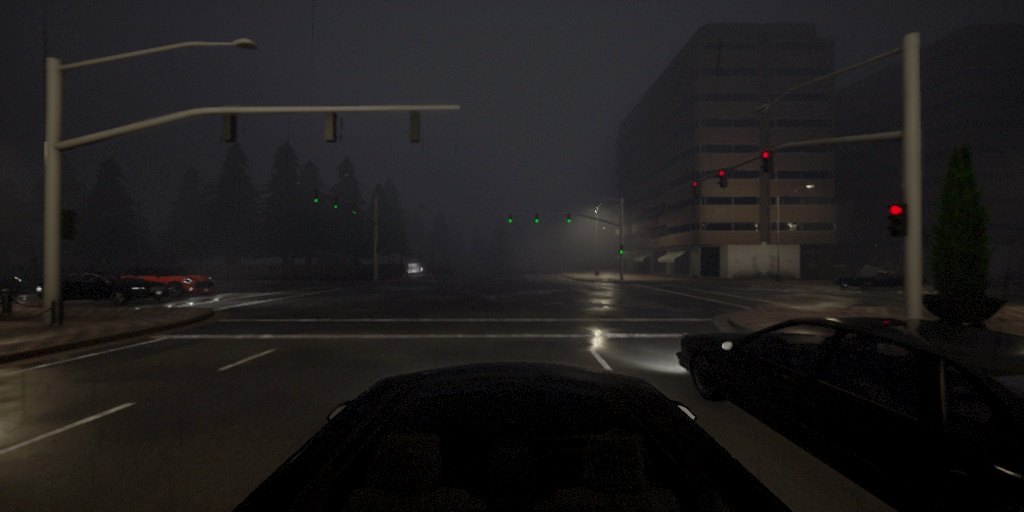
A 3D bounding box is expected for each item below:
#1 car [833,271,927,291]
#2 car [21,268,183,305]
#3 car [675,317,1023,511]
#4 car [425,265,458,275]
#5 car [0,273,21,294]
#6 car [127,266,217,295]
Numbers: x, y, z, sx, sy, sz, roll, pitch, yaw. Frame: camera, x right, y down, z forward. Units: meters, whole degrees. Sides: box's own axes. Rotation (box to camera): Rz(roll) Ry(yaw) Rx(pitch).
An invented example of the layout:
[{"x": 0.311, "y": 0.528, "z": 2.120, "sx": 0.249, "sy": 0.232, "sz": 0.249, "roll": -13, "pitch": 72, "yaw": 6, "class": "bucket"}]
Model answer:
[{"x": 24.760, "y": 1.656, "z": 24.282, "sx": 4.718, "sy": 1.301, "sz": 1.895, "roll": 0, "pitch": -1, "yaw": 0, "class": "car"}, {"x": -19.035, "y": 1.463, "z": 16.841, "sx": 4.902, "sy": 1.511, "sz": 2.128, "roll": 0, "pitch": -1, "yaw": 0, "class": "car"}, {"x": 3.602, "y": 1.317, "z": 3.436, "sx": 2.033, "sy": 1.411, "sz": 5.357, "roll": 0, "pitch": -1, "yaw": 0, "class": "car"}, {"x": -9.315, "y": 1.820, "z": 47.471, "sx": 1.895, "sy": 1.301, "sz": 4.718, "roll": 4, "pitch": 0, "yaw": 29, "class": "car"}, {"x": -30.900, "y": 1.362, "z": 20.279, "sx": 4.553, "sy": 1.767, "sz": 2.097, "roll": 0, "pitch": -1, "yaw": 0, "class": "car"}, {"x": -19.574, "y": 1.362, "z": 20.340, "sx": 4.553, "sy": 1.767, "sz": 2.097, "roll": 0, "pitch": -1, "yaw": 0, "class": "car"}]
